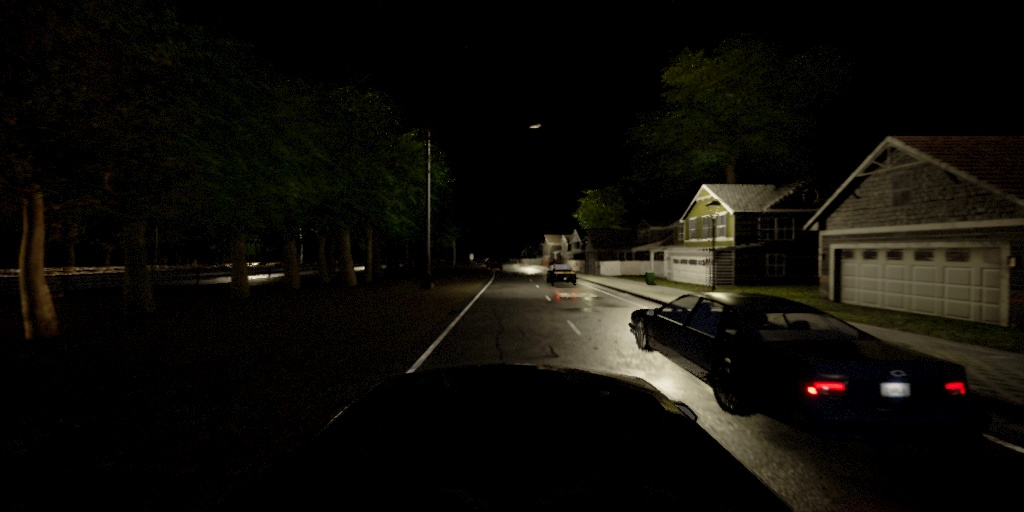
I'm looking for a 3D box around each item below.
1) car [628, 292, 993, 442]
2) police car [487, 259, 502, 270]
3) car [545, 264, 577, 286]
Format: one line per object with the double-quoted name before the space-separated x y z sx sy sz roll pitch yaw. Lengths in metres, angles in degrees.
"car" 3.598 1.306 5.880 2.033 1.411 5.357 0 0 0
"police car" -2.686 1.455 60.770 1.930 1.638 5.238 0 0 -5
"car" 3.581 1.353 26.644 2.128 1.511 4.902 0 0 0
